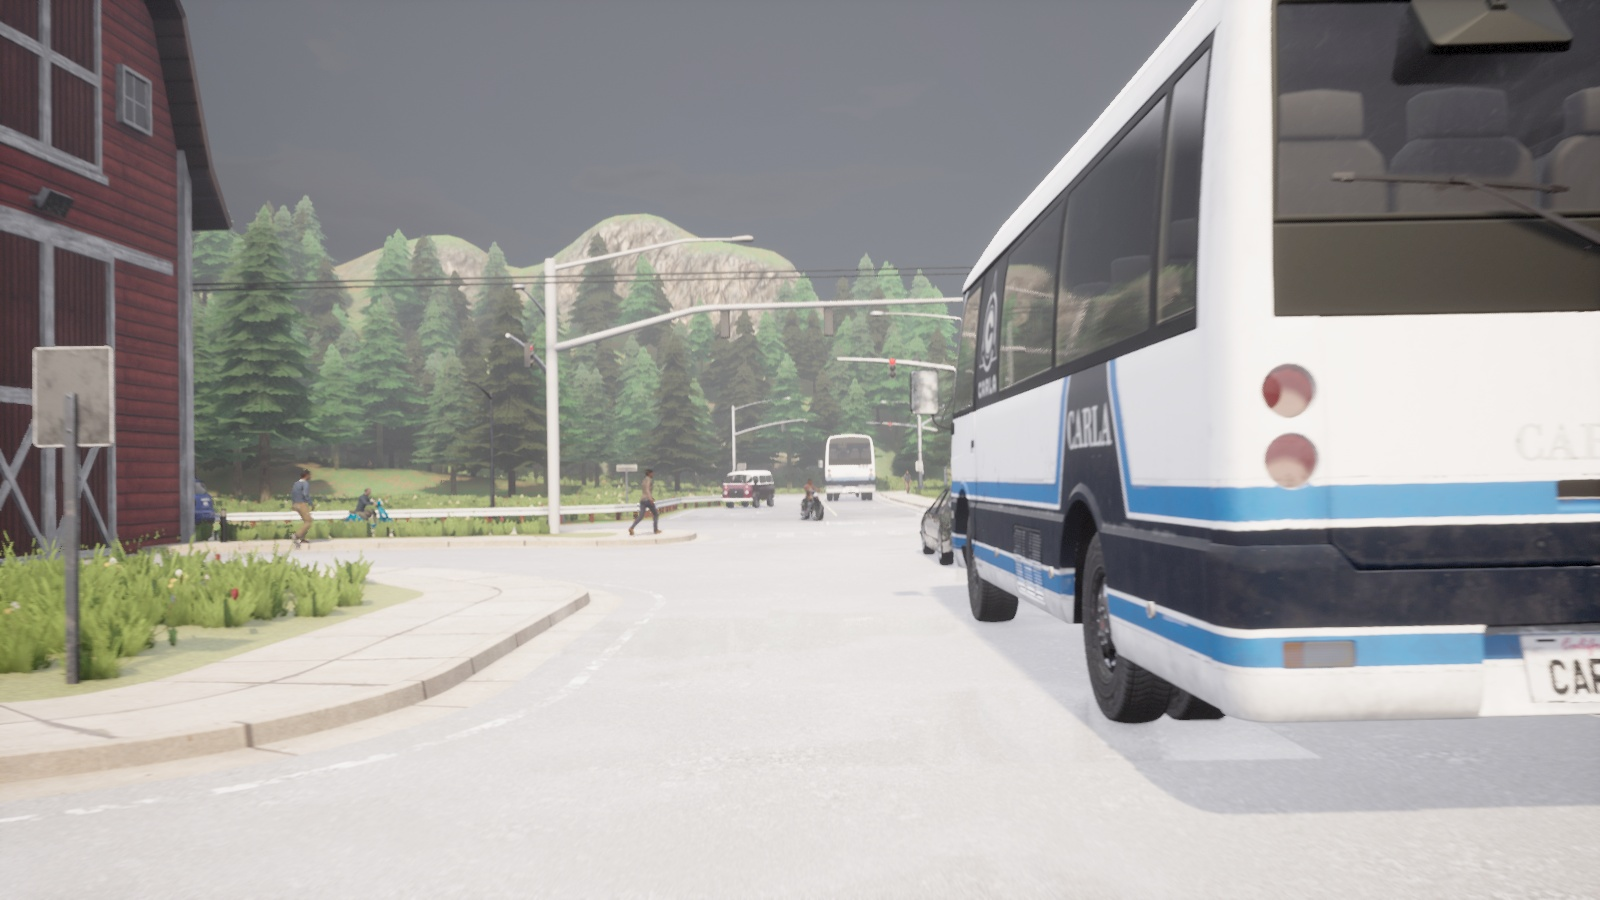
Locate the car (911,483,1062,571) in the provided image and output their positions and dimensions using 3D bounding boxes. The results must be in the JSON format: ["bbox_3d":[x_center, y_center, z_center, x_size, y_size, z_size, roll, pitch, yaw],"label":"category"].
[{"bbox_3d":[3.394,1.375,23.940,2.033,1.411,5.357,-1,-1,0],"label":"car"}]

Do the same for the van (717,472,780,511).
[{"bbox_3d":[-2.774,2.243,68.855,2.069,2.038,4.480,-2,-1,17],"label":"van"}]

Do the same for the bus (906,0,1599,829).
[{"bbox_3d":[3.399,-0.344,10.884,3.944,4.253,10.273,-2,-1,0],"label":"bus"}]

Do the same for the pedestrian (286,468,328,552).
[{"bbox_3d":[-11.791,1.425,30.020,0.423,1.949,0.788,-3,-2,44],"label":"pedestrian"}]

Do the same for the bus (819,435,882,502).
[{"bbox_3d":[3.333,1.362,85.855,3.944,4.253,10.273,-2,-2,1],"label":"bus"}]

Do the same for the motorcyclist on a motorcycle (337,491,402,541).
[{"bbox_3d":[-14.326,2.201,41.839,1.817,1.590,0.866,-2,-1,1],"label":"motorcyclist on a motorcycle"}]

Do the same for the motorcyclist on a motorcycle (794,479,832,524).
[{"bbox_3d":[0.463,1.900,47.050,0.766,1.649,2.350,0,-1,-16],"label":"motorcyclist on a motorcycle"}]

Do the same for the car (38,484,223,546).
[{"bbox_3d":[-24.176,2.318,45.481,5.566,2.045,2.150,-2,-1,1],"label":"car"}]

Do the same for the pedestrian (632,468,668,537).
[{"bbox_3d":[-4.013,1.407,33.561,0.869,1.805,0.328,-1,-2,-35],"label":"pedestrian"}]
